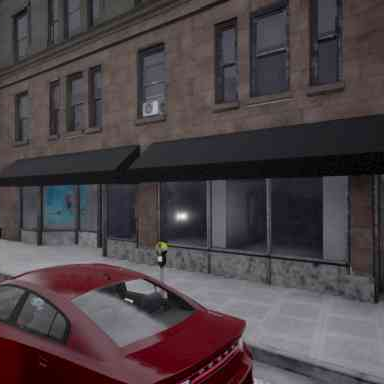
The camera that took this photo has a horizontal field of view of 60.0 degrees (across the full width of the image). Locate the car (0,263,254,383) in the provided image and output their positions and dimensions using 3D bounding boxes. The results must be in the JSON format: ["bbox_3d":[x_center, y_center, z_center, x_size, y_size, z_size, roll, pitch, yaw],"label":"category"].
[{"bbox_3d":[-1.519,1.545,3.932,4.507,1.381,1.887,0,0,35],"label":"car"}]
